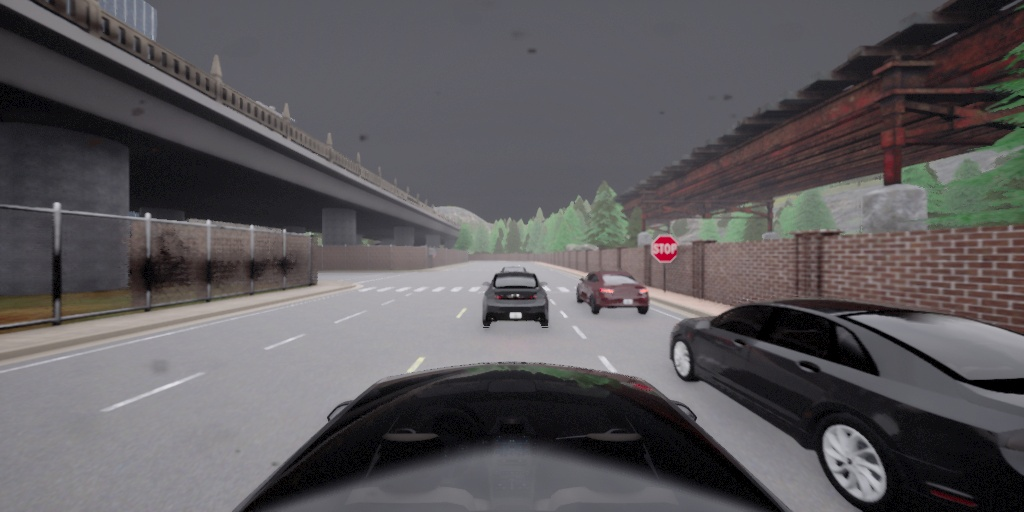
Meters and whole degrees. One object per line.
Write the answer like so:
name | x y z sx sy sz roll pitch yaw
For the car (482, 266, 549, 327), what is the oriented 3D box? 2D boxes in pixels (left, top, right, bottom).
car | 0.099 1.236 11.416 1.837 1.490 4.892 0 0 0

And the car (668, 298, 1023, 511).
car | 3.600 1.250 4.251 1.837 1.490 4.892 0 0 0

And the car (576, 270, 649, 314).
car | 3.622 1.252 13.469 1.812 1.442 4.674 0 0 0
